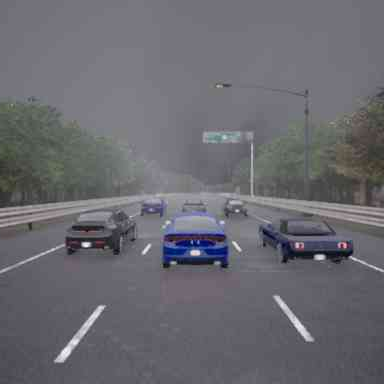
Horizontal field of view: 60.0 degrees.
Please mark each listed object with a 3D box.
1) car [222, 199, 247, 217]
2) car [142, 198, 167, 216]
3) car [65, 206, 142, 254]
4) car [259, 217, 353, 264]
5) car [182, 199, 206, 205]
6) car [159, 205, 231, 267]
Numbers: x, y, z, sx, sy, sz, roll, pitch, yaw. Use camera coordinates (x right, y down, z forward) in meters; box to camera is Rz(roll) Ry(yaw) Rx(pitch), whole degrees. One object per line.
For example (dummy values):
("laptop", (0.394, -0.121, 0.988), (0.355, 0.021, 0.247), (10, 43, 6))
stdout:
("car", (3.670, 1.347, 29.101), (1.812, 1.442, 4.674), (0, 0, 0))
("car", (-3.329, 1.295, 29.728), (1.882, 1.535, 5.008), (0, 0, 0))
("car", (-3.380, 1.419, 13.090), (1.837, 1.490, 4.892), (0, 0, 0))
("car", (3.614, 1.525, 11.564), (1.895, 1.301, 4.718), (0, 0, 0))
("car", (0.163, 1.318, 28.130), (2.128, 1.511, 4.902), (0, 0, 0))
("car", (0.106, 1.404, 11.100), (1.882, 1.535, 5.008), (0, 0, 0))
